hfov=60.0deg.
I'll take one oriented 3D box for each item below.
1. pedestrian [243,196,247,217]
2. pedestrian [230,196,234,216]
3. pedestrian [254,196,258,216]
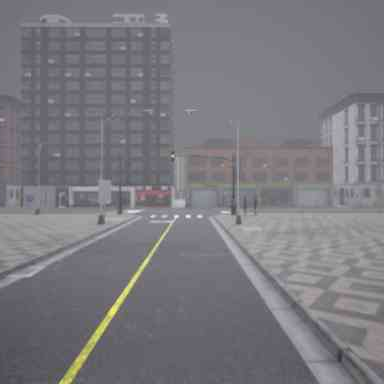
[{"bbox_3d":[4.634,1.242,29.149,0.375,1.860,0.375,0,-1,0],"label":"pedestrian"},{"bbox_3d":[3.634,1.250,30.349,0.375,1.860,0.375,0,-1,0],"label":"pedestrian"},{"bbox_3d":[5.634,1.238,29.749,0.375,1.860,0.375,0,-1,0],"label":"pedestrian"}]
